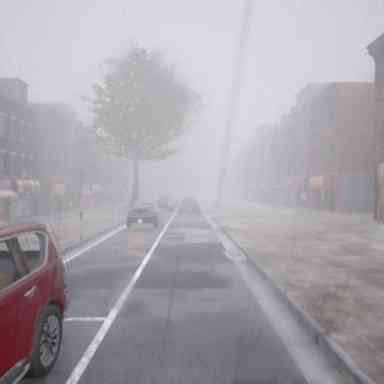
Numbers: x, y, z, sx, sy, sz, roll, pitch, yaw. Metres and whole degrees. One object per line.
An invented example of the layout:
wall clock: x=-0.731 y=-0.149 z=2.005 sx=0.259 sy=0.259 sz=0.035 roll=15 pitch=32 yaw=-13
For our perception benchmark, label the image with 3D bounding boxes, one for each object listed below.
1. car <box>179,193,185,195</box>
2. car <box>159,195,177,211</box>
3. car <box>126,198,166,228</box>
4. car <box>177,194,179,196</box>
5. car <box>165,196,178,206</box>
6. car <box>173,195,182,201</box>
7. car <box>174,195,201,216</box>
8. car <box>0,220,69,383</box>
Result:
car: x=-0.369 y=1.291 z=45.221 sx=2.128 sy=1.511 sz=4.902 roll=0 pitch=0 yaw=0
car: x=-2.986 y=1.250 z=35.886 sx=1.967 sy=1.590 sz=4.097 roll=-1 pitch=0 yaw=-1
car: x=-2.945 y=1.366 z=21.125 sx=1.837 sy=1.490 sz=4.892 roll=0 pitch=0 yaw=-1
car: x=-3.041 y=1.244 z=41.417 sx=1.967 sy=1.590 sz=4.097 roll=-1 pitch=0 yaw=-1
car: x=-3.148 y=1.395 z=52.480 sx=1.802 sy=1.307 sz=4.206 roll=-1 pitch=0 yaw=-1
car: x=-3.415 y=1.359 z=80.153 sx=2.008 sy=1.369 sz=4.403 roll=-1 pitch=0 yaw=-1
car: x=-0.221 y=1.311 z=30.358 sx=2.128 sy=1.511 sz=4.902 roll=0 pitch=0 yaw=0
car: x=-2.659 y=1.298 z=2.692 sx=2.192 sy=1.841 sz=5.009 roll=0 pitch=0 yaw=-1
